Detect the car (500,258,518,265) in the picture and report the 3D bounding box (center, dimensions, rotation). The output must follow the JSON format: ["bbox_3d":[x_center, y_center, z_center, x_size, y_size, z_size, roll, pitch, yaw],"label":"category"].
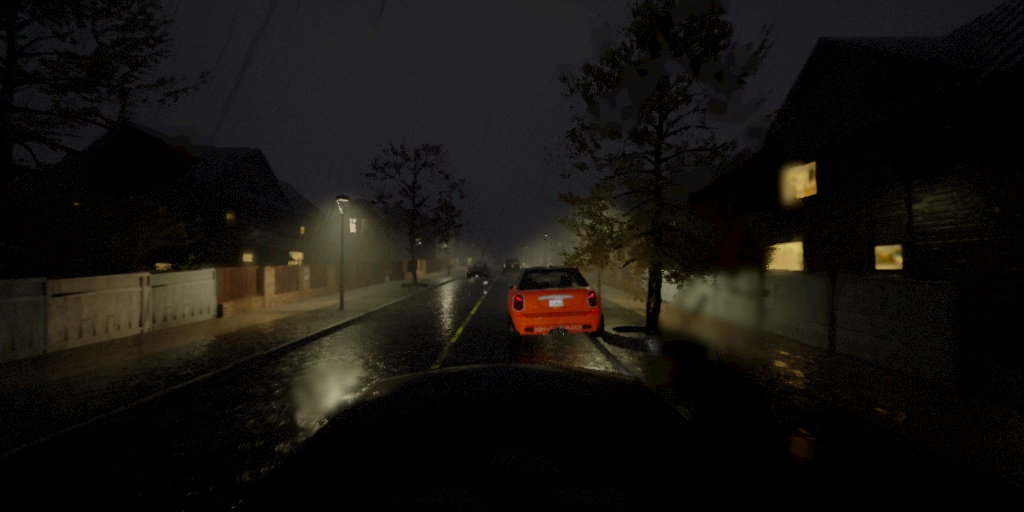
[{"bbox_3d":[0.071,1.034,38.138,2.097,1.767,4.553,0,0,0],"label":"car"}]

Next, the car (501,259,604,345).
[{"bbox_3d":[0.921,1.032,9.635,2.097,1.767,4.553,-3,-1,0],"label":"car"}]

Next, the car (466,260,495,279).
[{"bbox_3d":[-2.854,1.237,31.762,2.033,1.411,5.357,0,0,0],"label":"car"}]
